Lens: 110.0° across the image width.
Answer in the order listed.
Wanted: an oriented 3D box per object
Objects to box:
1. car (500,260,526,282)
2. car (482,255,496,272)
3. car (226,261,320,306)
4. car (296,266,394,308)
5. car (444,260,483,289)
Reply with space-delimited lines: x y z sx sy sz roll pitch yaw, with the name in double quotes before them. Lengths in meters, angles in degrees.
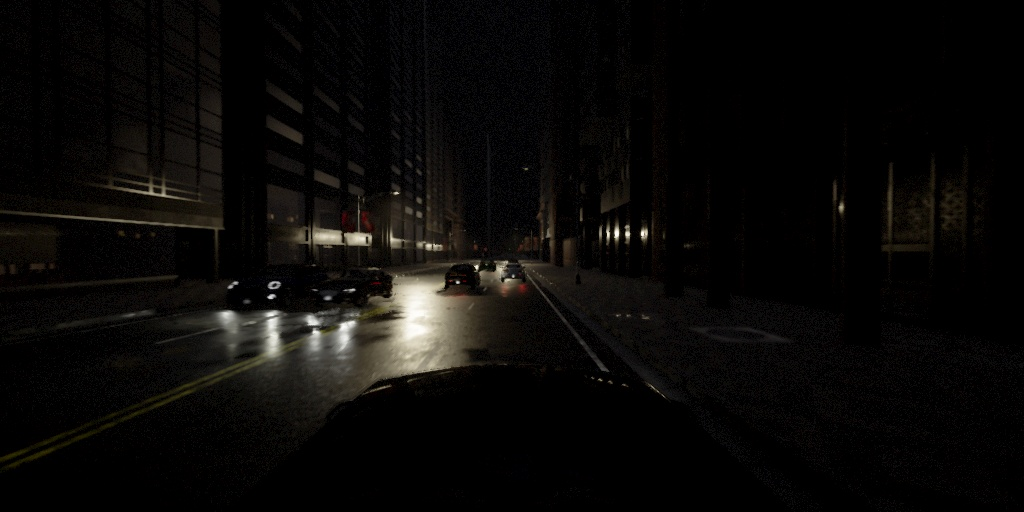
"car" 0.102 1.279 29.367 1.812 1.442 4.674 0 0 0
"car" -3.145 1.099 46.551 2.097 1.767 4.553 0 0 0
"car" -9.828 1.104 15.541 2.097 1.767 4.553 0 0 0
"car" -6.580 1.243 15.273 2.128 1.511 4.902 0 0 0
"car" -3.151 1.260 23.285 1.837 1.490 4.892 0 1 0
